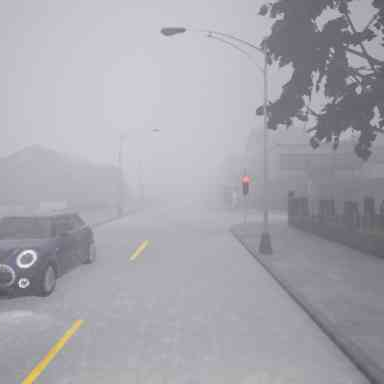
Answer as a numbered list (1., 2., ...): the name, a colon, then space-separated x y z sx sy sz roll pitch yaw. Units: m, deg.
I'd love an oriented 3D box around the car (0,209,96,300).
1. car: -4.072 1.322 8.524 2.097 1.767 4.553 0 0 0
